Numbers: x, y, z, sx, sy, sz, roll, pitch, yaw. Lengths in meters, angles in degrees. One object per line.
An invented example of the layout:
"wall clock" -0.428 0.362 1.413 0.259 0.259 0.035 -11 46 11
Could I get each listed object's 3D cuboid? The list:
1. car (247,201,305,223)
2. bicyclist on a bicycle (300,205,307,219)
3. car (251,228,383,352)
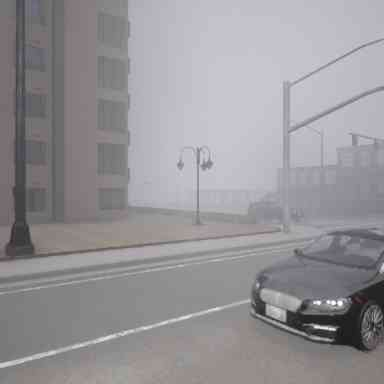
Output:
"car" 7.460 1.795 30.405 2.150 2.045 5.566 0 -5 -36
"bicyclist on a bicycle" 13.534 2.464 40.646 1.656 1.620 0.582 0 -8 -35
"car" 3.226 1.491 6.237 4.902 1.511 2.128 0 0 -35
